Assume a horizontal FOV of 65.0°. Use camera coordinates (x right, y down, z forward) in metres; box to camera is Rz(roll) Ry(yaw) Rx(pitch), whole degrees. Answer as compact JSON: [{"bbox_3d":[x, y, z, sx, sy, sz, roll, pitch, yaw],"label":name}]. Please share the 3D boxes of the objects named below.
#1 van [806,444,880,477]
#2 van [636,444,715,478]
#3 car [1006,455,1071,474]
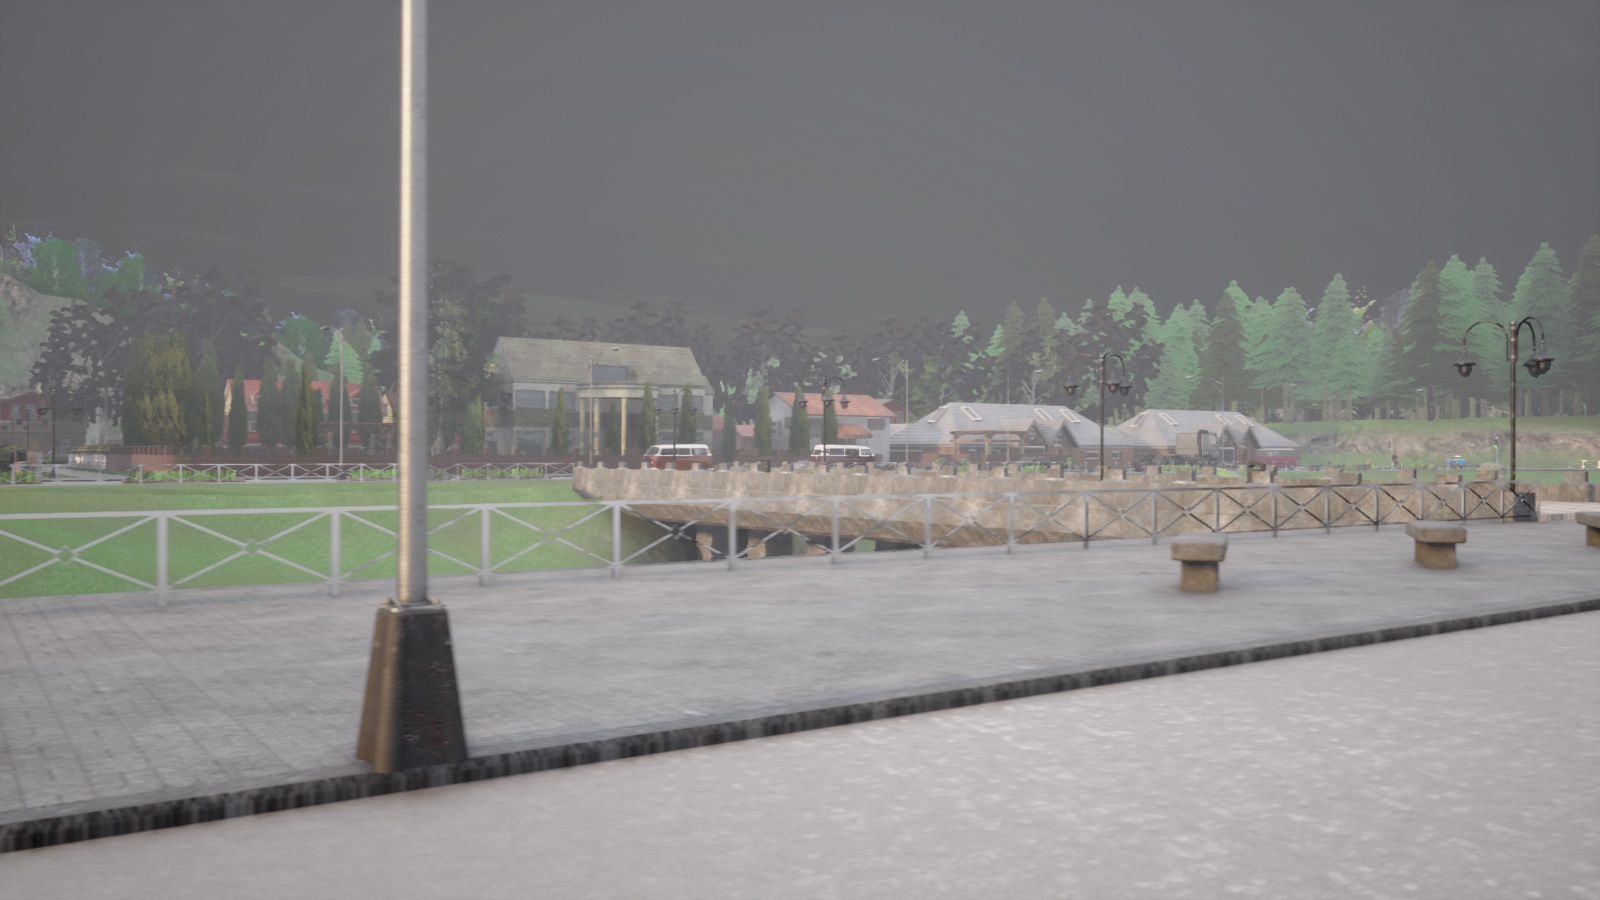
[{"bbox_3d":[2.810,0.662,81.376,4.480,2.038,2.069,0,0,-35],"label":"van"},{"bbox_3d":[-7.812,0.678,78.859,4.480,2.038,2.069,0,0,-35],"label":"van"},{"bbox_3d":[17.417,1.033,91.536,4.718,1.301,1.895,0,0,-35],"label":"car"}]
